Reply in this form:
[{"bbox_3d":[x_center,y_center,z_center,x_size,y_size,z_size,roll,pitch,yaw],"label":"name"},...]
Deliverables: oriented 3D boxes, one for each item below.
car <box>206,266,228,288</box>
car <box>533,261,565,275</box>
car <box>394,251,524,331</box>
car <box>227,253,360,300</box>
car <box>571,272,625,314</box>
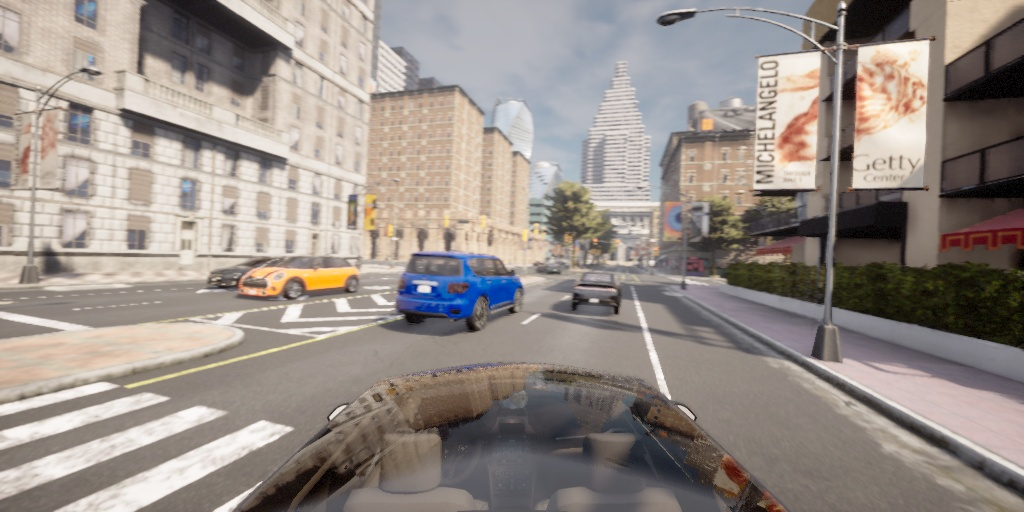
[{"bbox_3d":[-11.608,0.759,17.160,1.837,1.490,4.892,3,0,18],"label":"car"},{"bbox_3d":[4.501,1.618,45.228,1.994,1.385,4.181,3,0,-21],"label":"car"},{"bbox_3d":[-1.290,0.933,11.170,2.150,2.045,5.566,3,0,18],"label":"car"},{"bbox_3d":[-8.613,0.738,14.996,2.097,1.767,4.553,3,0,17],"label":"car"},{"bbox_3d":[3.685,1.439,15.233,2.128,1.511,4.902,3,0,17],"label":"car"}]
